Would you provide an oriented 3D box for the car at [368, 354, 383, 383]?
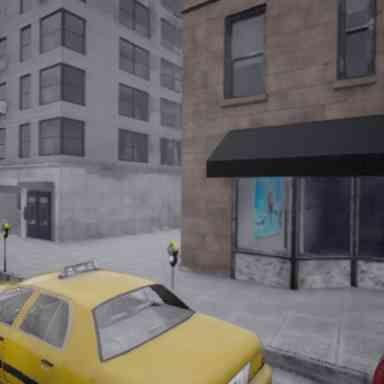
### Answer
[{"bbox_3d":[3.091,1.320,0.743,5.009,1.841,2.192,0,1,36],"label":"car"}]

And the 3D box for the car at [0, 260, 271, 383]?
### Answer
[{"bbox_3d":[-1.528,1.519,4.040,4.829,1.417,1.752,0,1,36],"label":"car"}]
